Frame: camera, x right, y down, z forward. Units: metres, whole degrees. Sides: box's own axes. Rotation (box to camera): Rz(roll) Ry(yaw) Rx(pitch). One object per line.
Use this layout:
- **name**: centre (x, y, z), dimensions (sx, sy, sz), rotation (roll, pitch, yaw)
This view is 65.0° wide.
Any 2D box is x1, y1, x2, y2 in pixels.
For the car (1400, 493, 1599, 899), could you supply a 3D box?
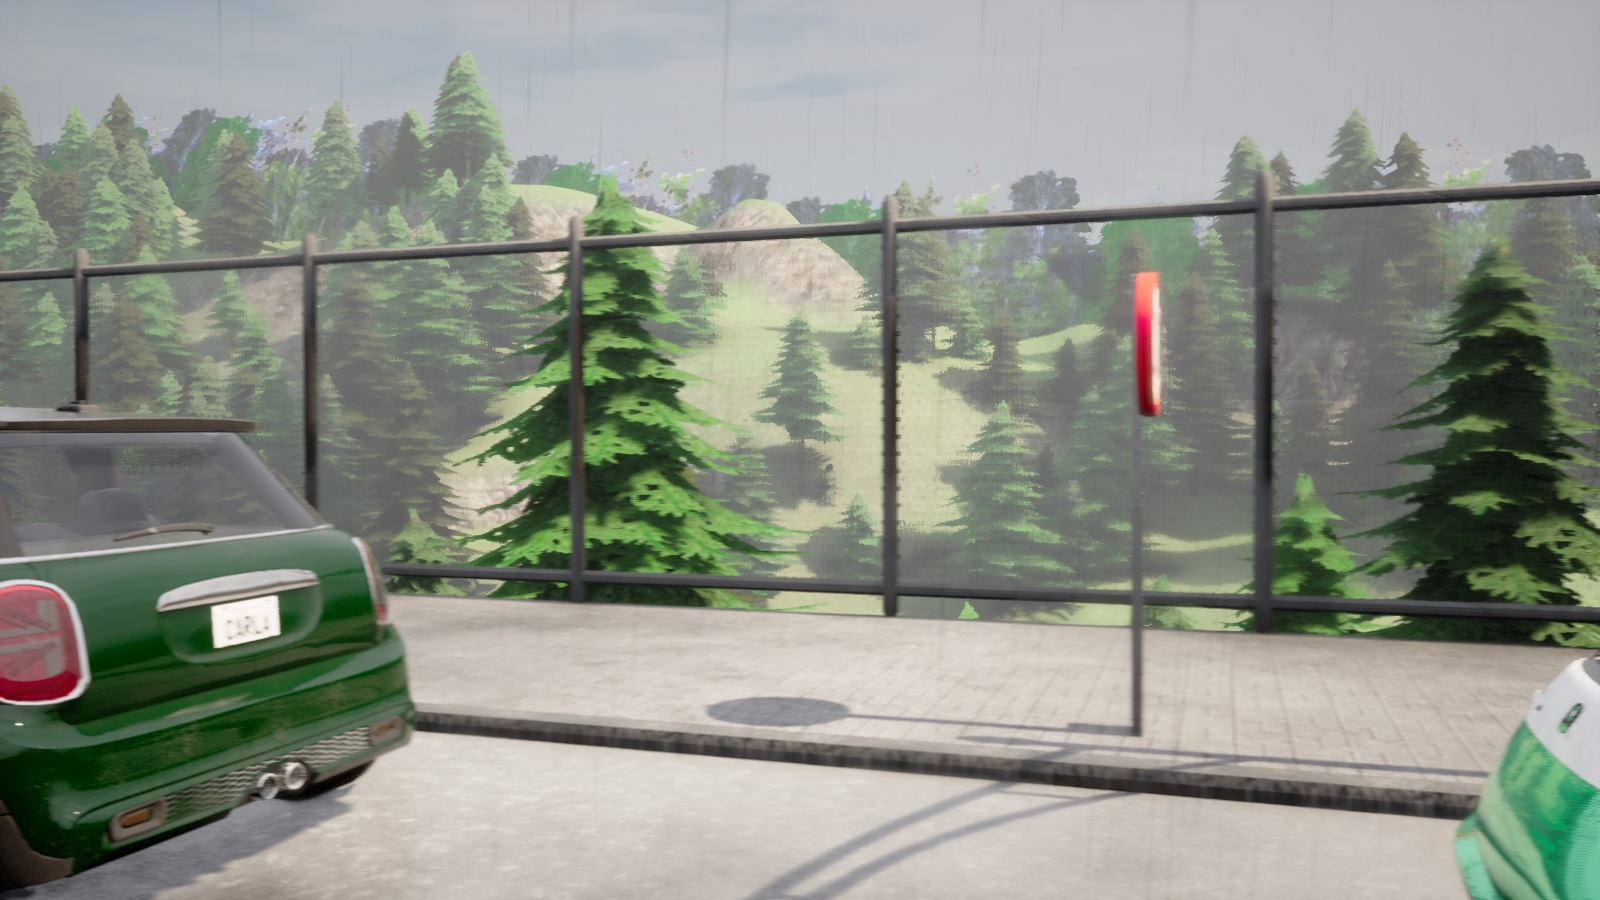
- **car**: centre (2.672, 0.846, 2.821), dimensions (2.207, 1.376, 1.481), rotation (1, 1, 19)

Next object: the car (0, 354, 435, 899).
- **car**: centre (-4.049, 0.588, 5.080), dimensions (4.553, 1.767, 2.097), rotation (1, 1, 19)
